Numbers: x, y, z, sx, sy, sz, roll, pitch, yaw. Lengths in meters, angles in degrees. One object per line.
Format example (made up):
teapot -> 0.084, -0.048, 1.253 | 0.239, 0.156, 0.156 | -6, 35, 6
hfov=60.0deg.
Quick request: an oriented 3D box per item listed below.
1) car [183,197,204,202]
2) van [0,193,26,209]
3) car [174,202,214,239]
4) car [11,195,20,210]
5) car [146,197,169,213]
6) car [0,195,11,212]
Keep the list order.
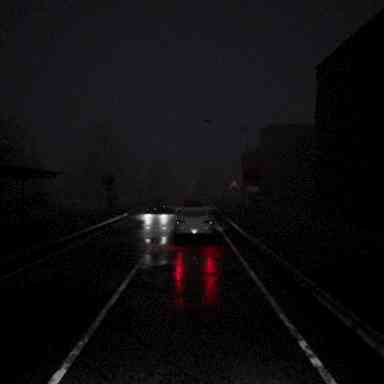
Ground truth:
car -> 0.110, 1.216, 32.463 | 1.882, 1.535, 5.008 | 0, 1, 0
van -> -21.990, 1.120, 39.361 | 4.442, 1.987, 1.878 | 0, 0, 0
car -> 0.092, 1.448, 16.601 | 1.812, 1.442, 4.674 | 0, 0, 0
car -> -22.134, 1.384, 36.588 | 4.792, 1.488, 2.163 | 0, 0, 0
car -> -3.332, 1.257, 32.651 | 1.837, 1.490, 4.892 | 0, 1, 0
car -> -21.916, 1.360, 33.811 | 5.366, 1.575, 1.946 | 0, 0, 0
